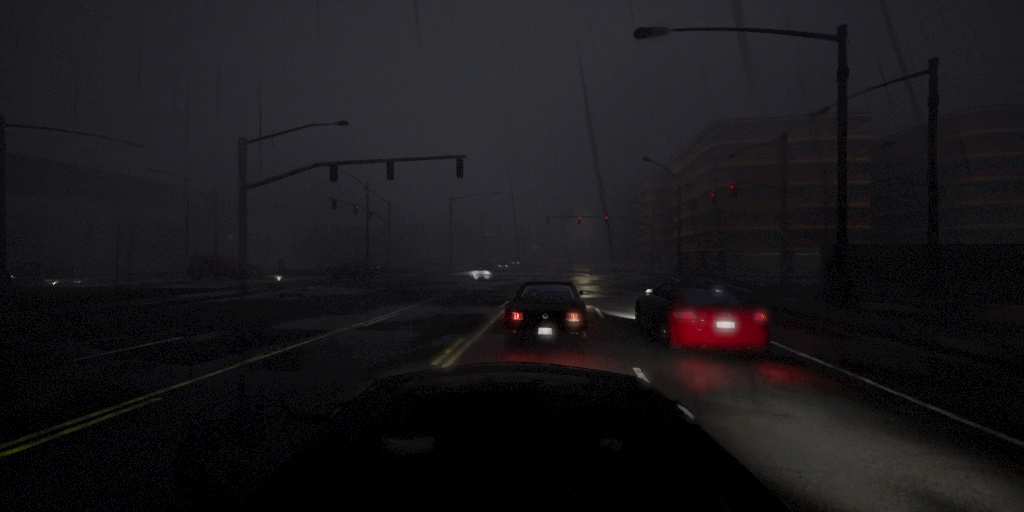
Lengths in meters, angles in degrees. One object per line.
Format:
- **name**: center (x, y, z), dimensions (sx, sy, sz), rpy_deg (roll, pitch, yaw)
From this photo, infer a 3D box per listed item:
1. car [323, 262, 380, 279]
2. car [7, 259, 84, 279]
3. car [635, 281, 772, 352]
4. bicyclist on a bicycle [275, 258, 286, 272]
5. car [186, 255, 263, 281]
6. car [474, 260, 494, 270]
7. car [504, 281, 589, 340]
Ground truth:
- **car**: center (-14.214, 1.240, 31.874), dimensions (4.902, 1.511, 2.128), rpy_deg (0, 0, 8)
- **car**: center (-41.124, 1.225, 31.634), dimensions (5.008, 1.535, 1.882), rpy_deg (0, 0, 11)
- **car**: center (4.435, 1.314, 8.990), dimensions (1.994, 1.385, 4.181), rpy_deg (0, 0, 7)
- **bicyclist on a bicycle**: center (-26.263, 1.051, 40.776), dimensions (0.582, 1.620, 1.656), rpy_deg (0, 0, 7)
- **car**: center (-23.536, 0.969, 29.384), dimensions (5.566, 2.045, 2.150), rpy_deg (0, 0, 7)
- **car**: center (-3.747, 1.217, 48.291), dimensions (1.895, 1.301, 4.718), rpy_deg (0, 1, 7)
- **car**: center (1.035, 1.350, 10.003), dimensions (1.895, 1.301, 4.718), rpy_deg (0, 0, 8)
